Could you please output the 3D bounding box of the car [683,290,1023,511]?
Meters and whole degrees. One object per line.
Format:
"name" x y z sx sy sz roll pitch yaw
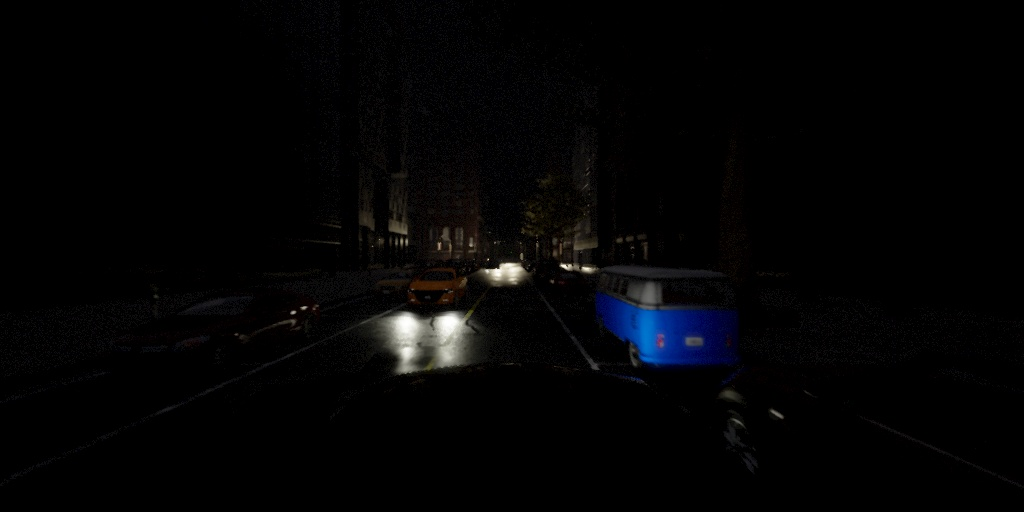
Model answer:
"car" 2.858 1.190 1.826 1.967 1.591 4.097 0 0 0

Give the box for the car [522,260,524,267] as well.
"car" 2.863 1.469 52.749 1.751 1.417 4.829 0 0 0

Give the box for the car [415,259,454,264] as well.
"car" -5.665 1.133 24.392 2.192 1.841 5.009 0 0 0

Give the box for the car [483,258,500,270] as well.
"car" -3.045 1.320 57.519 2.097 1.767 4.553 0 0 1

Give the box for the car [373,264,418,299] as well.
"car" -5.666 1.321 18.585 1.751 1.417 4.829 0 0 0

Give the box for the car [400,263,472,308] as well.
"car" -3.099 1.263 15.704 1.882 1.535 5.008 0 0 0

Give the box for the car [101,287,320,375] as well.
"car" -5.667 1.346 7.478 1.802 1.307 4.207 0 0 0

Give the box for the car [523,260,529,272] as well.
"car" 2.863 1.483 46.939 1.948 1.339 4.313 0 0 0

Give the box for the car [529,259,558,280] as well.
"car" 2.861 1.157 30.021 2.192 1.841 5.009 0 0 0

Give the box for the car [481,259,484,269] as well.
"car" -5.662 1.489 52.586 1.888 1.381 4.507 0 0 0

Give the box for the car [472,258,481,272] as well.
"car" -5.662 1.232 46.947 2.192 1.841 5.009 0 0 0

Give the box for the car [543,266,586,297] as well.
"car" 2.860 1.377 18.743 1.802 1.307 4.207 0 0 0

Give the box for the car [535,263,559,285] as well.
"car" 2.860 1.384 24.381 1.948 1.339 4.313 0 0 0

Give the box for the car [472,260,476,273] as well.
"car" -5.663 1.458 41.309 1.948 1.339 4.313 0 0 0

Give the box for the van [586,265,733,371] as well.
"van" 2.859 1.104 7.465 1.690 1.789 3.998 0 0 0

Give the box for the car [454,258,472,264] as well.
"car" -5.664 1.182 35.670 2.192 1.841 5.009 0 0 0
